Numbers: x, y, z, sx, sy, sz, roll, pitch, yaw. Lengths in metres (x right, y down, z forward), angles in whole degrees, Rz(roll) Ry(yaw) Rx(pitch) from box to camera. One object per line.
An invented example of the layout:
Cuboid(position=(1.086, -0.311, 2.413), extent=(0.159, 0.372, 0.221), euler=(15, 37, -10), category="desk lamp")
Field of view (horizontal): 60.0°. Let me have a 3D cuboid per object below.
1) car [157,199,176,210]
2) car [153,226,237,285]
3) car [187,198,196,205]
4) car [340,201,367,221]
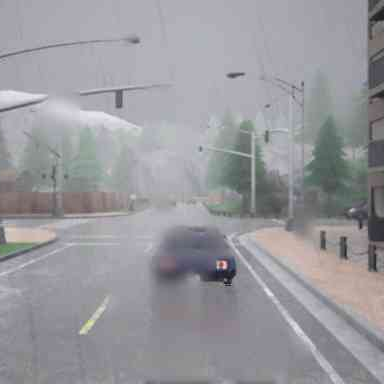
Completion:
Cuboid(position=(-3.650, 1.732, 45.674), extent=(2.033, 1.411, 5.357), euler=(0, 0, 0), category="car")
Cuboid(position=(0.065, 1.640, 9.550), extent=(1.895, 1.301, 4.718), euler=(0, 0, 0), category="car")
Cuboid(position=(-0.106, 1.813, 65.997), extent=(2.033, 1.411, 5.357), euler=(0, 0, 0), category="car")
Cuboid(position=(14.798, 1.478, 27.617), extent=(4.553, 1.767, 2.097), euler=(0, 0, -1), category="car")
